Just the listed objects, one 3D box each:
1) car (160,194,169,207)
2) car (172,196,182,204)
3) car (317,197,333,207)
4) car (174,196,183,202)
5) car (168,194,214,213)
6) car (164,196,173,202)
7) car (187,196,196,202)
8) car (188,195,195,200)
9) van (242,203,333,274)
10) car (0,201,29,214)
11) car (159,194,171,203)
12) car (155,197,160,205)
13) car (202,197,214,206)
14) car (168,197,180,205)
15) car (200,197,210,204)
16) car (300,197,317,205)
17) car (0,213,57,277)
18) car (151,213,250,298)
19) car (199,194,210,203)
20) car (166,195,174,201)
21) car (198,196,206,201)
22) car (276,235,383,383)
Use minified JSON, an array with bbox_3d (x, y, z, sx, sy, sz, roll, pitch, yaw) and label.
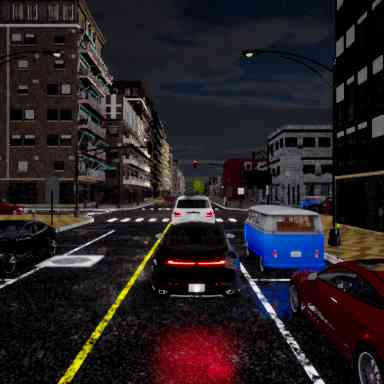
[{"bbox_3d":[-3.187,1.383,50.165,2.097,1.767,4.553,0,0,0],"label":"car"},{"bbox_3d":[-3.134,1.581,68.164,1.812,1.442,4.674,0,0,0],"label":"car"},{"bbox_3d":[14.868,1.359,31.221,5.009,1.841,2.192,0,0,0],"label":"car"},{"bbox_3d":[-3.138,1.624,78.180,1.994,1.385,4.181,0,0,0],"label":"car"},{"bbox_3d":[0.057,1.225,18.491,2.150,2.045,5.566,0,0,0],"label":"car"},{"bbox_3d":[-5.833,1.632,82.775,2.008,1.369,4.403,0,0,0],"label":"car"},{"bbox_3d":[-0.143,1.618,81.479,2.033,1.411,5.357,0,0,0],"label":"car"},{"bbox_3d":[-0.160,1.584,91.929,1.895,1.301,4.718,0,0,0],"label":"car"},{"bbox_3d":[2.643,1.343,10.308,1.690,1.788,3.998,0,0,0],"label":"van"},{"bbox_3d":[-17.520,1.535,31.084,4.206,1.307,1.802,0,0,0],"label":"car"},{"bbox_3d":[-5.813,1.376,71.697,2.192,1.841,5.009,0,0,0],"label":"car"},{"bbox_3d":[-5.794,1.569,60.448,1.752,1.417,4.829,0,0,0],"label":"car"},{"bbox_3d":[2.596,1.562,55.265,1.752,1.417,4.829,0,0,0],"label":"car"},{"bbox_3d":[-3.179,1.643,59.108,1.895,1.301,4.718,0,0,0],"label":"car"},{"bbox_3d":[2.577,1.634,66.173,1.802,1.307,4.206,0,0,0],"label":"car"},{"bbox_3d":[15.082,1.620,36.973,5.357,1.411,2.033,0,0,2],"label":"car"},{"bbox_3d":[-5.705,1.567,10.319,1.947,1.339,4.313,0,0,0],"label":"car"},{"bbox_3d":[0.083,1.506,8.491,1.837,1.490,4.892,0,0,0],"label":"car"},{"bbox_3d":[2.568,1.376,71.712,2.192,1.841,5.009,0,0,0],"label":"car"},{"bbox_3d":[-5.842,1.617,88.144,1.752,1.417,4.829,0,0,0],"label":"car"},{"bbox_3d":[2.538,1.643,88.329,2.008,1.369,4.403,0,0,0],"label":"car"},{"bbox_3d":[2.652,1.582,4.619,1.802,1.307,4.206,0,0,0],"label":"car"}]
